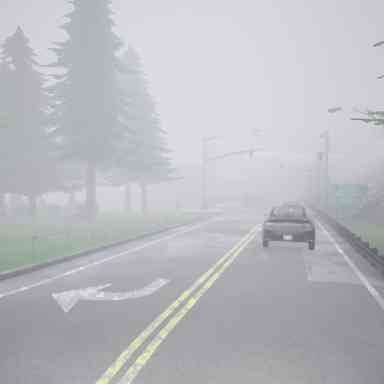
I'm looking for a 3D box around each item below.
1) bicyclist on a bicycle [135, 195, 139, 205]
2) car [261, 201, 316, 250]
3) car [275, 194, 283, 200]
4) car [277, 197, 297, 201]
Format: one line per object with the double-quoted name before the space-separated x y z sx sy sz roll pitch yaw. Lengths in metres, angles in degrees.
"bicyclist on a bicycle" -8.648 1.272 52.267 0.582 1.620 1.656 0 0 17
"car" 3.884 1.300 13.354 2.128 1.511 4.902 0 0 17
"car" 23.532 1.291 89.840 1.882 1.535 5.008 0 0 17
"car" 8.256 1.380 27.703 1.994 1.385 4.181 0 0 17
